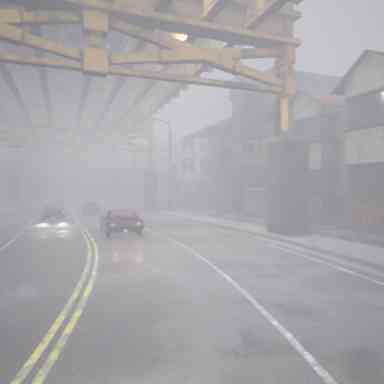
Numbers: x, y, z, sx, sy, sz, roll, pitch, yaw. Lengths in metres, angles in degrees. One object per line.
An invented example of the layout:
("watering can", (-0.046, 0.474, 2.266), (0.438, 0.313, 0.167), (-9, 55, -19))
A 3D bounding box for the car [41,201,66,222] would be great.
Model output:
("car", (-11.823, 1.734, 28.499), (1.895, 1.301, 4.718), (-1, 0, -21))

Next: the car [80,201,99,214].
("car", (-11.717, 1.692, 38.309), (1.994, 1.385, 4.181), (-1, 0, -21))

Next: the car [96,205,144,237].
("car", (-4.039, 1.641, 18.554), (1.895, 1.301, 4.718), (-1, 0, -20))

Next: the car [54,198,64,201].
("car", (-26.910, 1.804, 67.128), (1.895, 1.301, 4.718), (-1, 0, -21))
